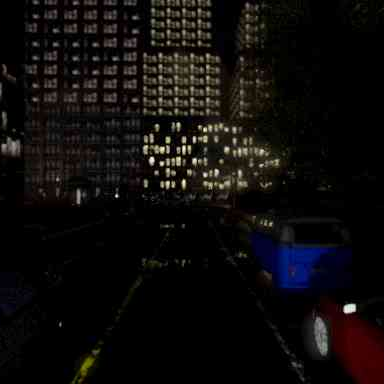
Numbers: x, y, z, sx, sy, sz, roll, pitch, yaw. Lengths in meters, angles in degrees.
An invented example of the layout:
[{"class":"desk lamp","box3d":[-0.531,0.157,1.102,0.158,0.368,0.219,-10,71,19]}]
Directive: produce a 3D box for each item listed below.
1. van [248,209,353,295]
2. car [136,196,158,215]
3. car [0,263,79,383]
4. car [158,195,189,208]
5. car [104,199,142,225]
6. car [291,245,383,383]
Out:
[{"class":"van","box3d":[2.569,1.389,8.595,1.690,1.788,3.998,0,0,0]},{"class":"car","box3d":[-5.377,1.504,36.320,2.192,1.841,5.009,0,0,0]},{"class":"car","box3d":[-2.852,1.567,3.439,2.033,1.411,5.357,0,0,0]},{"class":"car","box3d":[-3.227,1.556,52.901,5.566,2.045,2.150,0,0,-1]},{"class":"car","box3d":[-5.309,1.574,25.233,1.967,1.590,4.097,0,0,0]},{"class":"car","box3d":[2.567,1.562,3.048,1.887,1.381,4.507,0,0,0]}]
